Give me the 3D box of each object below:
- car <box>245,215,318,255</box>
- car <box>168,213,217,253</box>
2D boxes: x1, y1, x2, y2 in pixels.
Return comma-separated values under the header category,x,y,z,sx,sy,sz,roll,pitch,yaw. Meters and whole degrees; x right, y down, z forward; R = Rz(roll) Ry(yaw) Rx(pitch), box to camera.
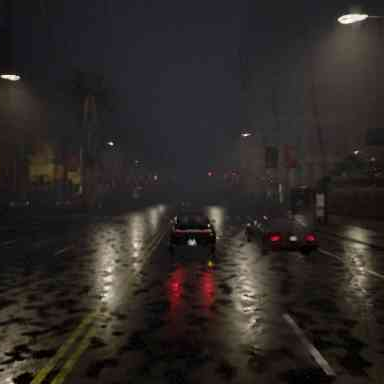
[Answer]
category,x,y,z,sx,sy,sz,roll,pitch,yaw
car,3.503,1.679,13.973,2.033,1.411,5.357,0,-1,0
car,0.007,1.628,14.288,2.128,1.511,4.902,0,0,0
